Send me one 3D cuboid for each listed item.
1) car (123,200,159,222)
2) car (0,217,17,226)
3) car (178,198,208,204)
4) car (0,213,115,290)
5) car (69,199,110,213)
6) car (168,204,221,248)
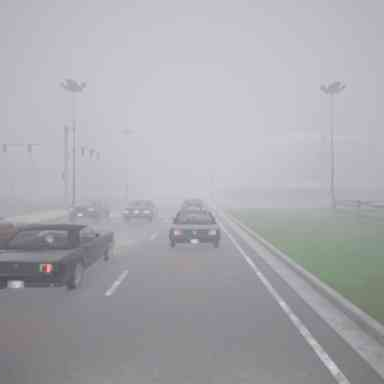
[{"bbox_3d":[-3.408,1.218,22.801,2.033,1.411,5.357,0,1,0],"label":"car"},{"bbox_3d":[-6.906,1.442,10.917,1.895,1.301,4.718,0,1,0],"label":"car"},{"bbox_3d":[0.092,1.173,23.040,1.837,1.490,4.892,0,1,0],"label":"car"},{"bbox_3d":[-3.403,1.475,8.674,1.895,1.301,4.718,0,1,0],"label":"car"},{"bbox_3d":[-6.906,1.200,22.622,1.812,1.442,4.674,0,1,-2],"label":"car"},{"bbox_3d":[0.096,1.401,13.780,1.895,1.301,4.718,0,1,0],"label":"car"}]
